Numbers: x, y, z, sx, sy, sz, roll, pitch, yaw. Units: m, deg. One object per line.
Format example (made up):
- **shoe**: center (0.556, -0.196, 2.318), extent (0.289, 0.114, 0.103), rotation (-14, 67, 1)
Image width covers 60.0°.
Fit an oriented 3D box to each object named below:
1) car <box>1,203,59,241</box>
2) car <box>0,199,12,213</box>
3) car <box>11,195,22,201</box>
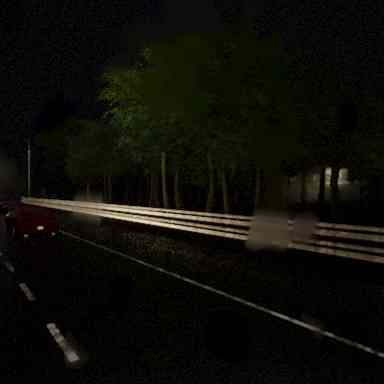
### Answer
- **car**: center (-8.243, 1.480, 16.968), extent (1.882, 1.535, 5.008), rotation (0, 0, -35)
- **car**: center (-19.622, 1.537, 33.143), extent (1.994, 1.385, 4.181), rotation (0, 0, -35)
- **car**: center (-42.030, 1.472, 80.408), extent (1.994, 1.385, 4.181), rotation (0, 0, -7)
